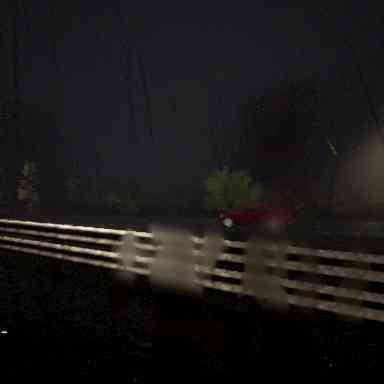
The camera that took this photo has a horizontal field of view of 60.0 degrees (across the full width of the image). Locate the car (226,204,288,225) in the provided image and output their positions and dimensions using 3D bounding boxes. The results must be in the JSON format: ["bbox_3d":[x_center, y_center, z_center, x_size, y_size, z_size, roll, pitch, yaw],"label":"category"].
[{"bbox_3d":[5.173,1.718,26.533,4.674,1.442,1.812,0,0,15],"label":"car"}]

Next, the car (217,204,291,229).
[{"bbox_3d":[4.258,1.682,23.155,5.008,1.535,1.882,0,0,15],"label":"car"}]
